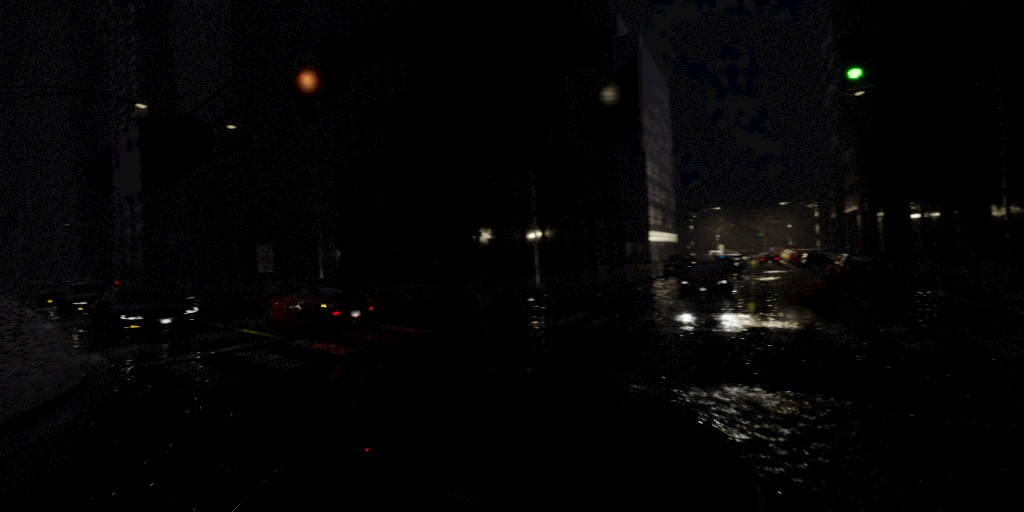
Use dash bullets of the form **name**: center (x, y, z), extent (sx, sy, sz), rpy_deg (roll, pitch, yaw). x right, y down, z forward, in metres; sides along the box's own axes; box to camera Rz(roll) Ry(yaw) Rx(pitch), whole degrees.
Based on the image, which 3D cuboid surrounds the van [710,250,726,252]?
- **van**: center (27.790, 0.207, 48.932), extent (1.690, 1.789, 3.998), rpy_deg (0, 0, 34)

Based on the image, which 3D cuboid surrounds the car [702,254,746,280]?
- **car**: center (14.422, 0.837, 24.388), extent (1.994, 1.385, 4.181), rpy_deg (-3, -1, 34)

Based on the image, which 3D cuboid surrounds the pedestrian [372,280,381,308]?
- **pedestrian**: center (-5.344, 1.467, 14.184), extent (0.500, 1.100, 0.500), rpy_deg (-3, -2, 34)

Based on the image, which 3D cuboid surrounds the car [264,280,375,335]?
- **car**: center (-6.195, 1.502, 11.469), extent (4.674, 1.442, 1.812), rpy_deg (-2, 0, 38)

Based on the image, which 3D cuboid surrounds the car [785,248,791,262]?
- **car**: center (31.805, 0.089, 39.657), extent (1.888, 1.381, 4.507), rpy_deg (0, 0, 34)

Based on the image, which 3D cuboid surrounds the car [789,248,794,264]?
- **car**: center (28.765, 0.194, 35.150), extent (1.888, 1.381, 4.507), rpy_deg (0, 0, 34)

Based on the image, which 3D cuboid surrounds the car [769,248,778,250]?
- **car**: center (34.560, 0.033, 48.740), extent (1.812, 1.442, 4.674), rpy_deg (-3, -1, 34)

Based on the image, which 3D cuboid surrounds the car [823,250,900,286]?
- **car**: center (16.606, 0.513, 17.121), extent (1.967, 1.591, 4.097), rpy_deg (0, 0, 34)

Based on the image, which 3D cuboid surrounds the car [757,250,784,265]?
- **car**: center (28.817, 0.307, 40.219), extent (1.895, 1.301, 4.718), rpy_deg (-3, -1, 34)

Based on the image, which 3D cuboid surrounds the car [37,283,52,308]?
- **car**: center (-28.055, 2.354, 22.483), extent (4.181, 1.385, 1.994), rpy_deg (-2, 0, 34)

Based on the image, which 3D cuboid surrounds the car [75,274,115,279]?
- **car**: center (-37.870, 2.520, 32.937), extent (4.553, 1.767, 2.097), rpy_deg (-2, 0, 34)

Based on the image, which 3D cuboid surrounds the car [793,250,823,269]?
- **car**: center (25.725, 0.305, 30.642), extent (2.007, 1.370, 4.403), rpy_deg (0, 0, 34)

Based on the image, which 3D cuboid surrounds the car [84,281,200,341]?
- **car**: center (-11.950, 1.693, 11.643), extent (4.892, 1.490, 1.837), rpy_deg (-2, 0, 34)

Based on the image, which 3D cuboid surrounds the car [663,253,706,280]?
- **car**: center (12.591, 0.709, 26.396), extent (2.192, 1.841, 5.009), rpy_deg (0, 0, 34)

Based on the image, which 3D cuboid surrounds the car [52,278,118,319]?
- **car**: center (-19.830, 1.986, 16.943), extent (4.892, 1.490, 1.837), rpy_deg (-2, 0, 34)

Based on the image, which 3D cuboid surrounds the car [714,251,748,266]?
- **car**: center (20.111, 0.565, 32.736), extent (2.128, 1.511, 4.902), rpy_deg (-3, -1, 35)

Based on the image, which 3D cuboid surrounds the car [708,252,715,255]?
- **car**: center (21.616, 0.602, 39.777), extent (1.751, 1.417, 4.829), rpy_deg (0, 0, 34)

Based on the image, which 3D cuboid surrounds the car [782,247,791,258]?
- **car**: center (34.940, -0.036, 44.305), extent (1.751, 1.417, 4.829), rpy_deg (0, 0, 34)

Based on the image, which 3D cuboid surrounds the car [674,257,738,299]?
- **car**: center (8.836, 0.995, 16.134), extent (1.812, 1.442, 4.674), rpy_deg (-3, -1, 34)
